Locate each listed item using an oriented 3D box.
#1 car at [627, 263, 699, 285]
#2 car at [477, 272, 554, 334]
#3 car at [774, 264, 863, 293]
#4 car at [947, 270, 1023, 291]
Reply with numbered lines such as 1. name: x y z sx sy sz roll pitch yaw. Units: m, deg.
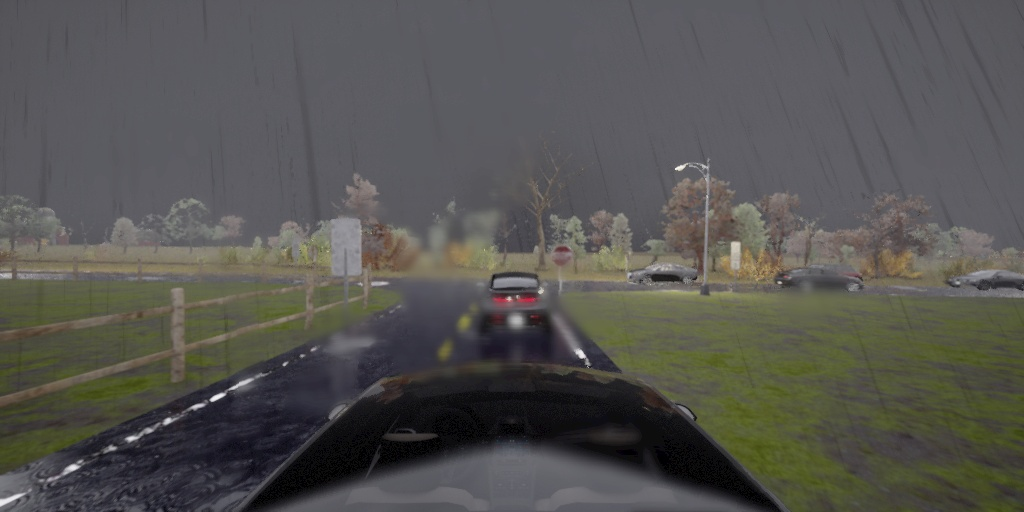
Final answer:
1. car: 10.824 1.273 25.868 4.902 1.511 2.128 1 1 -2
2. car: 0.065 1.192 10.365 1.837 1.490 4.892 0 0 -1
3. car: 19.626 1.506 23.038 4.892 1.490 1.837 1 1 0
4. car: 34.623 1.725 25.954 4.674 1.442 1.812 1 1 0
